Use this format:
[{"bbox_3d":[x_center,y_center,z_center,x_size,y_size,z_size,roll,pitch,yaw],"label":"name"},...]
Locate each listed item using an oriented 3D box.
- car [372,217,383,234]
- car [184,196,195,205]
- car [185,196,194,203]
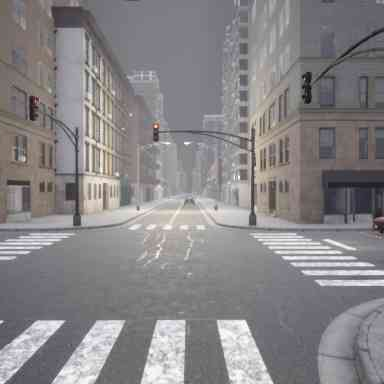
[{"bbox_3d":[11.644,1.529,16.987,4.507,1.381,1.887,0,0,0],"label":"car"},{"bbox_3d":[-0.457,1.540,59.184,1.812,1.442,4.674,0,0,0],"label":"car"},{"bbox_3d":[-0.535,1.546,69.189,1.812,1.442,4.674,0,0,0],"label":"car"}]
